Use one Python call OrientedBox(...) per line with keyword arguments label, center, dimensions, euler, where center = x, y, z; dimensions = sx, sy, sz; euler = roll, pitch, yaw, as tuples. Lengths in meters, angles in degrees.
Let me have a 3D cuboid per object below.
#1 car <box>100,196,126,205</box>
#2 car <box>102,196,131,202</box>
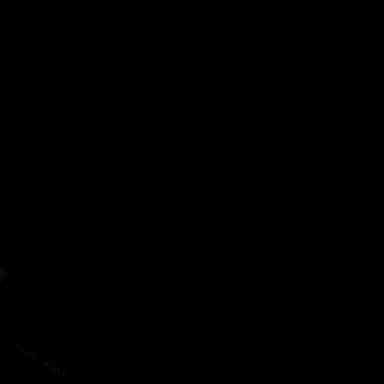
OrientedBox(label="car", center=(-13.759, 1.407, 58.126), dimensions=(1.994, 1.385, 4.181), euler=(0, 0, 34))
OrientedBox(label="car", center=(-11.794, 1.336, 54.764), dimensions=(1.882, 1.535, 5.008), euler=(0, 0, 34))
